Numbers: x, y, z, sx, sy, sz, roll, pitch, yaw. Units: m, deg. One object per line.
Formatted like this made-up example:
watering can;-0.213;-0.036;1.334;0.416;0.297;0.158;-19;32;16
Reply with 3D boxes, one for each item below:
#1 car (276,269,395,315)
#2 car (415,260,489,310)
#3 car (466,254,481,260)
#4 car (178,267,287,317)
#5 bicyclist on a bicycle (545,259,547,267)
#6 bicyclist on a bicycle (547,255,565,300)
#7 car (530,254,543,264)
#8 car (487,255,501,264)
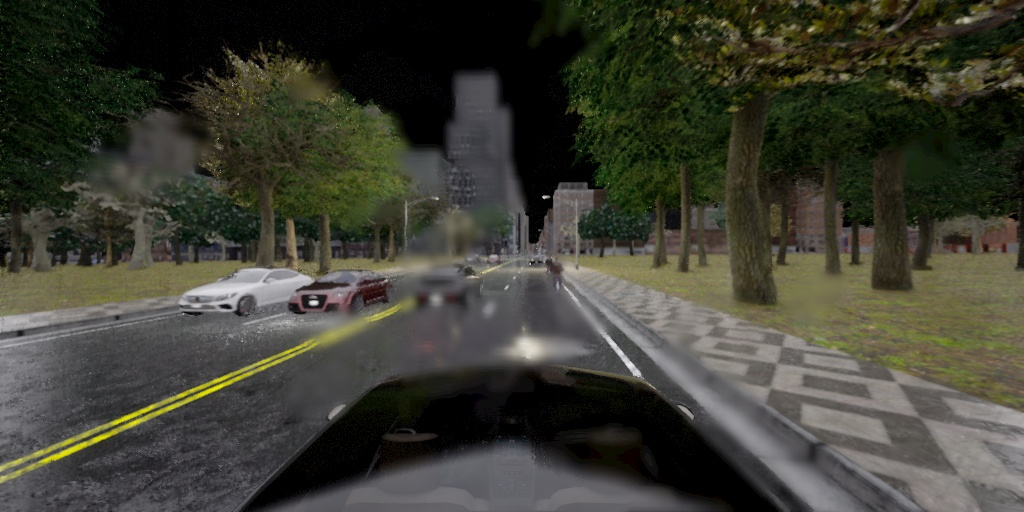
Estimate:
car;-5.749;1.168;12.613;1.994;1.385;4.181;0;1;4
car;-2.220;1.082;13.705;1.837;1.490;4.892;0;1;4
car;-6.068;0.505;56.550;2.128;1.511;4.902;0;1;4
car;-8.999;1.139;12.730;1.812;1.442;4.674;0;1;4
bicyclist on a bicycle;2.526;0.782;24.191;0.659;1.776;1.843;0;1;4
bicyclist on a bicycle;1.918;0.916;15.001;0.659;1.776;1.843;0;1;4
car;3.832;0.591;55.970;1.895;1.301;4.718;0;1;4
car;-2.822;0.530;56.396;1.812;1.442;4.674;0;0;4
